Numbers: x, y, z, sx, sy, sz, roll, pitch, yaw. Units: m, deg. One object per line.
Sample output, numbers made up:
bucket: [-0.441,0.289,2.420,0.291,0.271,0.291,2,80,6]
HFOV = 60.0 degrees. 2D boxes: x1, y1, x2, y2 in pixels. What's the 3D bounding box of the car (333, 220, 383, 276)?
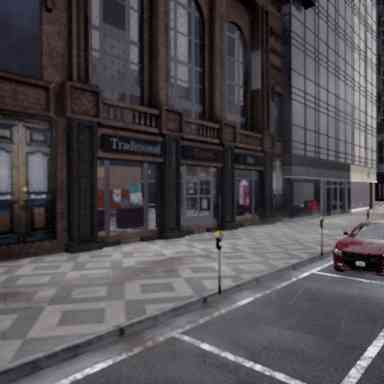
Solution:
car: [5.693,1.539,9.946,1.887,1.381,4.507,-1,0,42]
